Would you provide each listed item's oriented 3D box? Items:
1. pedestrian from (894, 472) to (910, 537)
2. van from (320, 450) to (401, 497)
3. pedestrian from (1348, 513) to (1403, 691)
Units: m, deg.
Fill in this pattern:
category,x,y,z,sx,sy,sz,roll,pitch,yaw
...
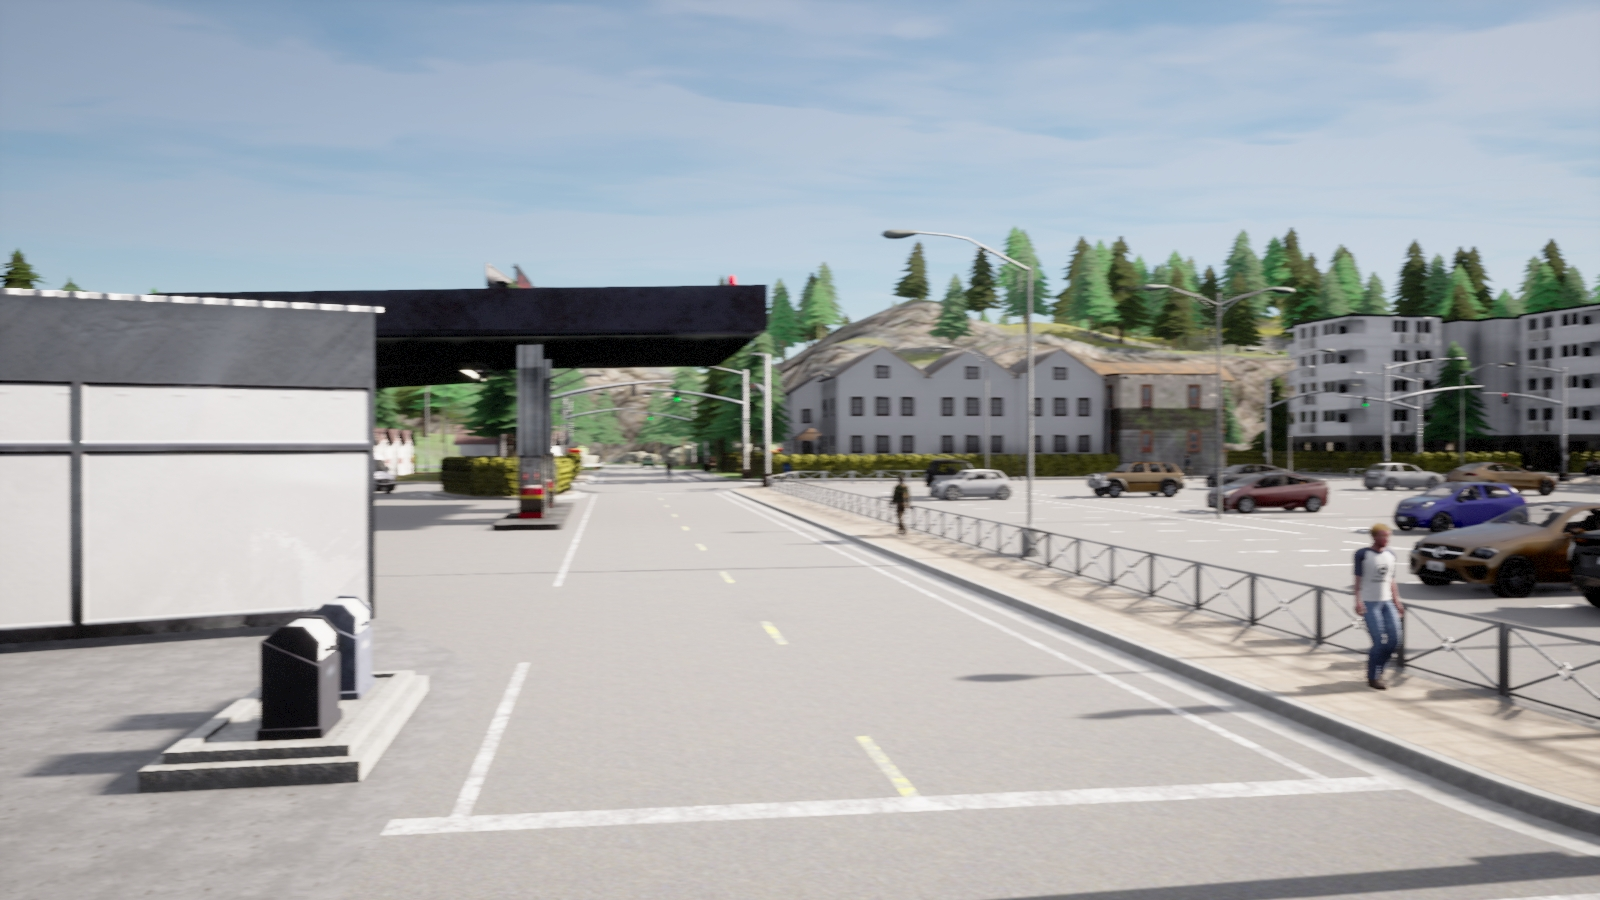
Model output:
category,x,y,z,sx,sy,sz,roll,pitch,yaw
pedestrian,2.943,1.556,32.950,0.375,1.860,0.375,0,0,-10
van,-25.961,1.331,67.347,5.915,2.561,1.988,1,1,42
pedestrian,6.227,1.628,12.370,0.375,1.860,0.375,0,0,-13
